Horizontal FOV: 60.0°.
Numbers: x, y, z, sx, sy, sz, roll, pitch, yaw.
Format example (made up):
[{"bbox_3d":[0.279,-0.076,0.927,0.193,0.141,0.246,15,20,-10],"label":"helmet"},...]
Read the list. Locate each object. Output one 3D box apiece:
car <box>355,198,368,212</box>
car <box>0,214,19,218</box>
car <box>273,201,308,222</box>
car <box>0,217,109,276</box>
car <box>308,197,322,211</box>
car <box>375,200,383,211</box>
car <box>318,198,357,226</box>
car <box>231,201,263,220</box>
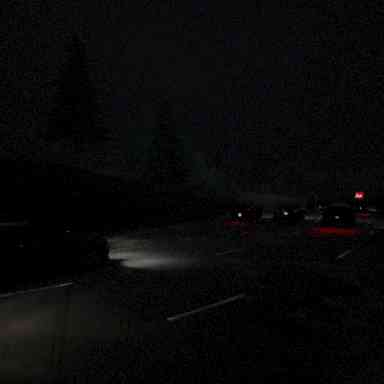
[{"bbox_3d":[17.953,1.390,37.030,1.837,1.490,4.892,0,0,10],"label":"car"},{"bbox_3d":[-6.873,1.531,12.023,5.008,1.535,1.882,0,0,-38],"label":"car"},{"bbox_3d":[7.615,1.518,25.885,1.994,1.385,4.181,0,0,24],"label":"car"},{"bbox_3d":[-4.682,1.563,9.321,4.674,1.442,1.812,0,0,-38],"label":"car"},{"bbox_3d":[14.742,1.413,39.463,1.837,1.490,4.892,0,0,11],"label":"car"},{"bbox_3d":[21.190,1.424,35.412,1.994,1.385,4.181,0,0,10],"label":"car"},{"bbox_3d":[10.104,1.413,22.868,1.882,1.535,5.008,0,0,26],"label":"car"},{"bbox_3d":[4.599,1.481,27.529,1.837,1.490,4.892,0,0,23],"label":"car"}]
